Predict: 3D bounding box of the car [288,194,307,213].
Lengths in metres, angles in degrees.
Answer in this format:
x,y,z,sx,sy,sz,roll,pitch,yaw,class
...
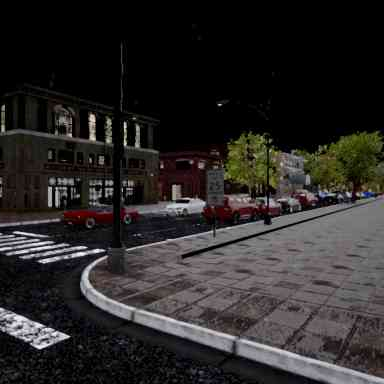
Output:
x,y,z,sx,sy,sz,roll,pitch,yaw,class
8.963,1.198,31.292,2.008,1.369,4.403,1,1,34,car

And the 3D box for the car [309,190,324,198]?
x,y,z,sx,sy,sz,roll,pitch,yaw,class
27.167,0.471,72.568,1.967,1.590,4.097,1,2,34,car

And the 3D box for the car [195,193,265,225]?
x,y,z,sx,sy,sz,roll,pitch,yaw,class
2.686,1.096,22.150,2.192,1.841,5.009,1,1,34,car

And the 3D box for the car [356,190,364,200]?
x,y,z,sx,sy,sz,roll,pitch,yaw,class
30.939,0.754,63.267,1.802,1.307,4.206,1,2,34,car

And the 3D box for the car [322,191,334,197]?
x,y,z,sx,sy,sz,roll,pitch,yaw,class
33.444,0.442,81.705,2.008,1.369,4.403,1,2,34,car

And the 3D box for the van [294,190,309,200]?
x,y,z,sx,sy,sz,roll,pitch,yaw,class
20.888,0.510,63.429,1.690,1.788,3.998,1,2,34,van

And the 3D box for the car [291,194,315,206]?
x,y,z,sx,sy,sz,roll,pitch,yaw,class
15.001,0.974,44.742,1.812,1.442,4.674,1,1,35,car

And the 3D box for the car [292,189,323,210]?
x,y,z,sx,sy,sz,roll,pitch,yaw,class
12.105,0.896,35.855,2.192,1.841,5.009,1,1,34,car

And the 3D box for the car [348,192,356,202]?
x,y,z,sx,sy,sz,roll,pitch,yaw,class
23.720,0.693,52.029,2.097,1.767,4.553,1,1,34,car

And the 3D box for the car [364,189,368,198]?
x,y,z,sx,sy,sz,roll,pitch,yaw,class
34.176,0.626,67.973,1.752,1.417,4.829,1,2,34,car

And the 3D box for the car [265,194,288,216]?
x,y,z,sx,sy,sz,roll,pitch,yaw,class
5.824,1.155,26.721,1.967,1.590,4.097,1,1,34,car

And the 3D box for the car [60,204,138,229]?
x,y,z,sx,sy,sz,roll,pitch,yaw,class
-5.566,1.406,20.387,1.895,1.301,4.718,1,1,34,car

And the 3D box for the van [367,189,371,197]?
x,y,z,sx,sy,sz,roll,pitch,yaw,class
40.361,0.305,76.966,1.690,1.788,3.998,1,2,34,van

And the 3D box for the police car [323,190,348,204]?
x,y,z,sx,sy,sz,roll,pitch,yaw,class
19.851,0.850,46.364,1.930,1.638,5.238,1,1,34,police car

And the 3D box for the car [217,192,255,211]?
x,y,z,sx,sy,sz,roll,pitch,yaw,class
4.744,0.938,35.376,2.097,1.767,4.553,1,1,35,car

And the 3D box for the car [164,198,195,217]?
x,y,z,sx,sy,sz,roll,pitch,yaw,class
-0.384,1.221,27.930,1.812,1.442,4.674,1,1,35,car

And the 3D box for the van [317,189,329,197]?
x,y,z,sx,sy,sz,roll,pitch,yaw,class
30.307,0.302,77.132,1.690,1.788,3.998,1,2,34,van

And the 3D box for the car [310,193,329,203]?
x,y,z,sx,sy,sz,roll,pitch,yaw,class
20.009,0.864,52.128,1.812,1.442,4.674,1,1,34,car

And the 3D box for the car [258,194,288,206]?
x,y,z,sx,sy,sz,roll,pitch,yaw,class
10.779,1.005,44.104,2.033,1.411,5.357,1,1,35,car
